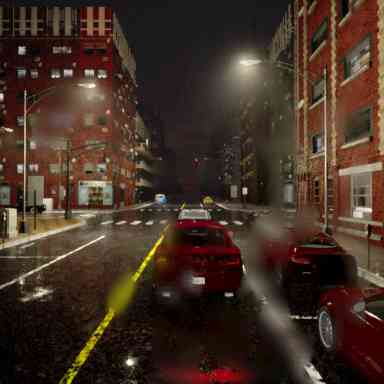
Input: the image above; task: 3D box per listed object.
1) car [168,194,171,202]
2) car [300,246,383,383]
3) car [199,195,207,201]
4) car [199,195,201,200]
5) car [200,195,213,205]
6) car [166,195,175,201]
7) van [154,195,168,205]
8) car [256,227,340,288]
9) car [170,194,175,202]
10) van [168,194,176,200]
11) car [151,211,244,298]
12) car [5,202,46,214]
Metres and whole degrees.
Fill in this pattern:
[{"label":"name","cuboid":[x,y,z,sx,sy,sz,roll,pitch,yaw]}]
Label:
[{"label":"car","cuboid":[-5.572,1.602,63.865,1.802,1.307,4.206,1,0,0]},{"label":"car","cuboid":[2.673,1.583,3.250,1.802,1.307,4.206,1,0,0]},{"label":"car","cuboid":[2.846,1.596,86.421,1.947,1.339,4.313,1,0,0]},{"label":"car","cuboid":[2.837,1.572,80.770,1.887,1.381,4.507,1,0,0]},{"label":"car","cuboid":[2.799,1.543,58.329,1.752,1.417,4.829,1,0,0]},{"label":"car","cuboid":[-5.533,1.581,86.474,2.008,1.369,4.403,1,0,0]},{"label":"van","cuboid":[-5.578,1.359,58.213,1.690,1.788,3.998,1,0,0]},{"label":"car","cuboid":[2.852,1.584,8.906,1.802,1.307,4.206,1,0,0]},{"label":"car","cuboid":[-5.553,1.607,75.169,1.802,1.307,4.206,1,0,0]},{"label":"van","cuboid":[-5.521,1.375,92.126,1.690,1.788,3.998,1,0,0]},{"label":"car","cuboid":[0.112,1.480,8.588,1.882,1.535,5.008,0,0,0]},{"label":"car","cuboid":[-18.648,1.729,37.324,4.313,1.339,1.947,0,-1,0]}]
